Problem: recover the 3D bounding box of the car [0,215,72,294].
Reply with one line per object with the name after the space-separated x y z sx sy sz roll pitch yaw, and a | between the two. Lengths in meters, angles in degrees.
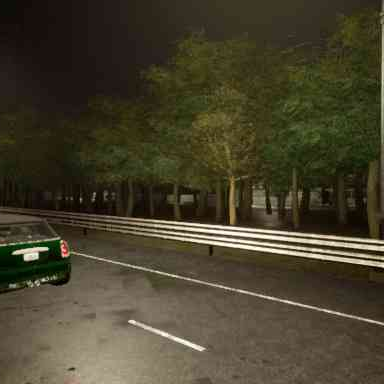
-4.986 1.351 8.294 4.553 1.767 2.097 0 0 40 | car
